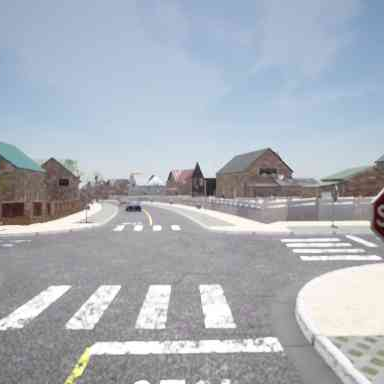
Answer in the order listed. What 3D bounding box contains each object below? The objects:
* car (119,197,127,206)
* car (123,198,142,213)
[{"bbox_3d":[-11.890,1.669,58.871,2.033,1.411,5.357,0,0,-18],"label":"car"},{"bbox_3d":[-6.986,1.713,39.763,1.895,1.301,4.718,0,0,-12],"label":"car"}]
